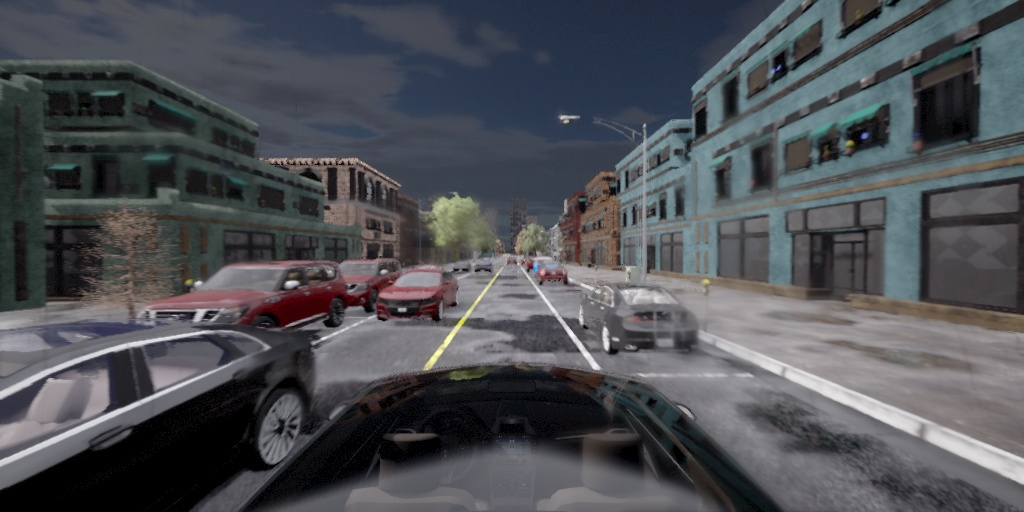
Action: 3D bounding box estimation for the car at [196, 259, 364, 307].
[{"bbox_3d":[-5.688,1.044,8.460,2.192,1.841,5.009,0,0,0],"label":"car"}]

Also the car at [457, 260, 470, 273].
[{"bbox_3d":[-5.687,1.192,41.724,1.948,1.339,4.313,0,0,0],"label":"car"}]

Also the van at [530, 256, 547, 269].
[{"bbox_3d":[2.694,1.001,30.636,1.690,1.789,3.998,0,0,0],"label":"van"}]

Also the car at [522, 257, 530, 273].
[{"bbox_3d":[2.694,0.941,41.724,2.192,1.841,5.009,0,0,0],"label":"car"}]

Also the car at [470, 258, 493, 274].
[{"bbox_3d":[-3.086,1.179,40.220,2.033,1.411,5.357,0,0,0],"label":"car"}]

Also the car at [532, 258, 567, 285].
[{"bbox_3d":[2.694,1.118,25.092,1.967,1.591,4.097,0,0,0],"label":"car"}]

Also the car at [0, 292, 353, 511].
[{"bbox_3d":[-3.092,1.242,2.030,2.128,1.511,4.902,0,0,0],"label":"car"}]

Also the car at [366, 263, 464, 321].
[{"bbox_3d":[-3.047,1.195,12.458,1.882,1.535,5.008,0,1,0],"label":"car"}]

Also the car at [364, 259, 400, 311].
[{"bbox_3d":[-5.687,1.027,14.004,2.192,1.841,5.009,0,0,0],"label":"car"}]

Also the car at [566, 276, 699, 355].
[{"bbox_3d":[2.694,1.280,8.460,2.007,1.370,4.403,0,0,0],"label":"car"}]
